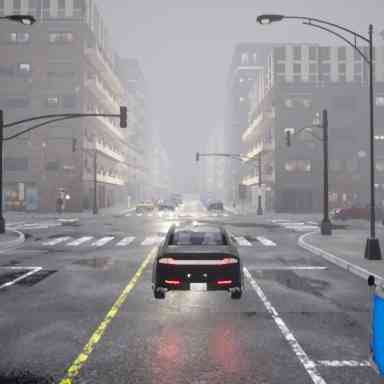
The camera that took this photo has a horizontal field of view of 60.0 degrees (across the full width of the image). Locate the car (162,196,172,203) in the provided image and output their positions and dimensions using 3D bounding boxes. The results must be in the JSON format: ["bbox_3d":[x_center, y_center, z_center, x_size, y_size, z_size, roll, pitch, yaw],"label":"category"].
[{"bbox_3d":[-5.500,1.570,73.752,1.887,1.381,4.507,1,0,0],"label":"car"}]

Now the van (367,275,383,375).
[{"bbox_3d":[2.679,1.342,1.930,1.690,1.788,3.998,1,0,0],"label":"van"}]

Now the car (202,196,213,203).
[{"bbox_3d":[2.812,1.564,45.519,2.008,1.369,4.403,1,0,0],"label":"car"}]

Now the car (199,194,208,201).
[{"bbox_3d":[2.911,1.346,85.017,2.192,1.841,5.009,1,0,0],"label":"car"}]

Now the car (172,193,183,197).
[{"bbox_3d":[-2.915,1.241,61.515,2.150,2.045,5.566,0,0,1],"label":"car"}]

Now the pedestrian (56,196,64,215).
[{"bbox_3d":[-12.464,1.215,31.355,0.375,1.860,0.375,0,-1,1],"label":"pedestrian"}]

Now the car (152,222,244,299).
[{"bbox_3d":[0.121,1.494,8.419,2.128,1.511,4.902,0,0,0],"label":"car"}]

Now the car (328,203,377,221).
[{"bbox_3d":[13.709,1.606,28.035,4.097,1.590,1.967,0,-1,1],"label":"car"}]

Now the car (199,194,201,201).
[{"bbox_3d":[2.867,1.548,68.259,1.752,1.417,4.829,1,0,0],"label":"car"}]

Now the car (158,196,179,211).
[{"bbox_3d":[-3.003,1.559,40.874,2.033,1.411,5.357,0,0,0],"label":"car"}]

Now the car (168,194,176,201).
[{"bbox_3d":[-5.458,1.475,90.680,1.967,1.590,4.097,1,0,0],"label":"car"}]

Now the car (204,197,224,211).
[{"bbox_3d":[2.799,1.577,39.877,1.947,1.339,4.313,1,0,0],"label":"car"}]

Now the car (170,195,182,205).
[{"bbox_3d":[-2.972,1.541,50.778,1.812,1.442,4.674,0,0,0],"label":"car"}]

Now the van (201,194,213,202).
[{"bbox_3d":[2.843,1.359,56.804,1.690,1.788,3.998,1,0,0],"label":"van"}]

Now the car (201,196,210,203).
[{"bbox_3d":[2.879,1.607,73.732,1.802,1.307,4.206,1,0,0],"label":"car"}]

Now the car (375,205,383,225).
[{"bbox_3d":[13.586,1.581,19.654,4.313,1.339,1.947,0,-1,1],"label":"car"}]

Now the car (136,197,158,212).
[{"bbox_3d":[-5.581,1.537,39.726,1.752,1.417,4.829,1,0,0],"label":"car"}]

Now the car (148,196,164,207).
[{"bbox_3d":[-5.552,1.456,51.182,1.967,1.590,4.097,1,0,0],"label":"car"}]
